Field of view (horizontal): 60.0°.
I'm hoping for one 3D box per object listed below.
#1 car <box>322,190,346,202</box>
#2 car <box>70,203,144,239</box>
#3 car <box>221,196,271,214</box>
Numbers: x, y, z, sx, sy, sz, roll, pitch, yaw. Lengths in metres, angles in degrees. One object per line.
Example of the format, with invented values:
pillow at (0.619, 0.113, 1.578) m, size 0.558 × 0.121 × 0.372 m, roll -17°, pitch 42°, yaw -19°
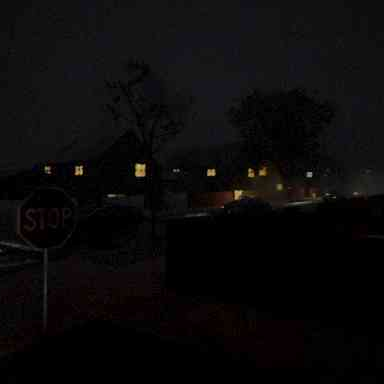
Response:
car at (18.613, 0.538, 43.422) m, size 1.837 × 1.490 × 4.892 m, roll 1°, pitch 1°, yaw 41°
car at (-4.637, 1.307, 16.573) m, size 2.128 × 1.511 × 4.902 m, roll 1°, pitch 2°, yaw 41°
car at (4.556, 1.044, 27.239) m, size 2.033 × 1.411 × 5.357 m, roll 1°, pitch 2°, yaw 41°
